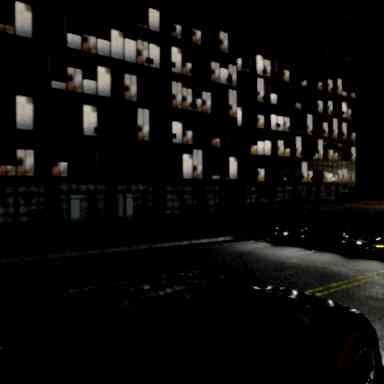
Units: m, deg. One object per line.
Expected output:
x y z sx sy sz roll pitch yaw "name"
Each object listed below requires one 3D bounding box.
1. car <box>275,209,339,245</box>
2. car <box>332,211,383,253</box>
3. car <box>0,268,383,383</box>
6.077 1.588 16.006 4.892 1.490 1.837 0 0 -36 "car"
7.977 1.588 13.370 4.892 1.490 1.837 0 0 -35 "car"
0.221 1.577 3.598 4.181 1.385 1.994 0 0 -36 "car"
